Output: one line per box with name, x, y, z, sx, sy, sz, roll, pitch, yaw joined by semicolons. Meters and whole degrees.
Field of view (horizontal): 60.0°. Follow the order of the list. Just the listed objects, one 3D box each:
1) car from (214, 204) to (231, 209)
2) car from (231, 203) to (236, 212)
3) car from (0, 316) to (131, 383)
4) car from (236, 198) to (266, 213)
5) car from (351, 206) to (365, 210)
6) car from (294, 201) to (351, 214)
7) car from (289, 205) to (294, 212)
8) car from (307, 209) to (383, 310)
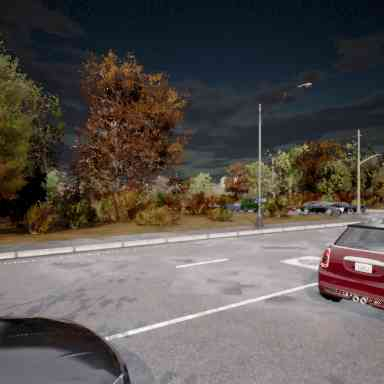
car;3.626;2.635;52.773;1.895;1.301;4.718;0;-3;-32
car;6.896;2.563;54.135;2.033;1.411;5.357;0;-3;-32
car;-2.718;1.492;1.814;4.902;1.511;2.128;0;0;-35
car;8.823;1.767;44.433;2.150;2.045;5.566;0;-3;-32
car;17.093;1.826;37.790;1.895;1.301;4.718;0;-1;-32
car;14.052;1.708;36.044;2.128;1.511;4.902;0;-1;-32
car;12.107;2.009;45.779;1.882;1.535;5.008;0;-3;-32
car;4.773;1.362;7.098;4.553;1.767;2.097;0;0;-35
